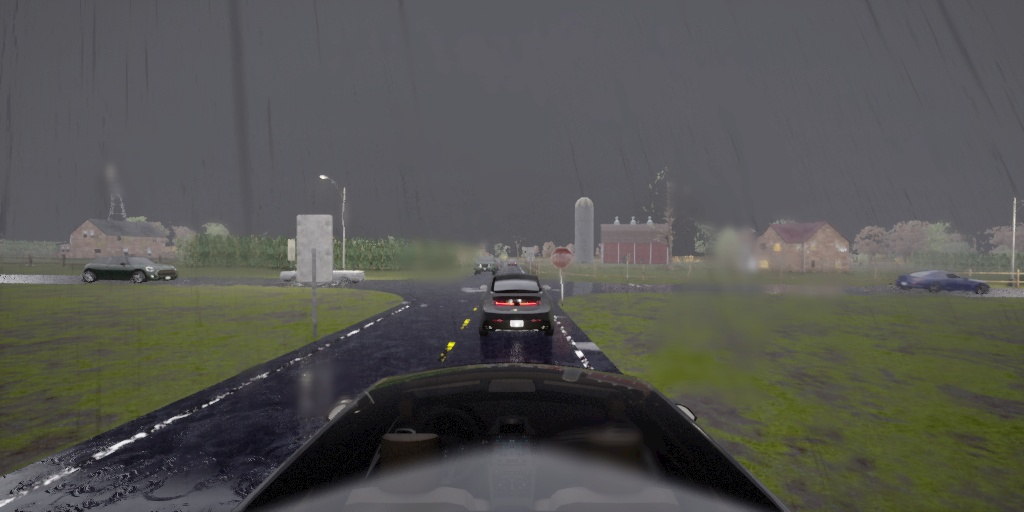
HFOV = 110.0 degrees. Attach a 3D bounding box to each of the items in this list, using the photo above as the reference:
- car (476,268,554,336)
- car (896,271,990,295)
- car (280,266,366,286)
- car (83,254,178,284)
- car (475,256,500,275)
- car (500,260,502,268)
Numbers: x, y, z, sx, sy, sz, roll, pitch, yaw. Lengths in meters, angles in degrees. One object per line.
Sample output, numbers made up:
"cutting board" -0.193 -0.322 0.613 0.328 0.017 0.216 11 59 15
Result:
"car" 0.106 1.254 10.383 1.837 1.490 4.892 0 0 0
"car" 27.644 1.699 23.128 4.674 1.442 1.812 1 1 0
"car" -12.082 1.212 23.238 4.718 1.301 1.895 1 1 -4
"car" -24.291 0.786 22.973 4.553 1.767 2.097 1 1 0
"car" -2.822 0.988 39.853 2.150 2.045 5.566 0 0 0
"car" -2.802 1.256 50.320 1.882 1.535 5.008 0 0 0
